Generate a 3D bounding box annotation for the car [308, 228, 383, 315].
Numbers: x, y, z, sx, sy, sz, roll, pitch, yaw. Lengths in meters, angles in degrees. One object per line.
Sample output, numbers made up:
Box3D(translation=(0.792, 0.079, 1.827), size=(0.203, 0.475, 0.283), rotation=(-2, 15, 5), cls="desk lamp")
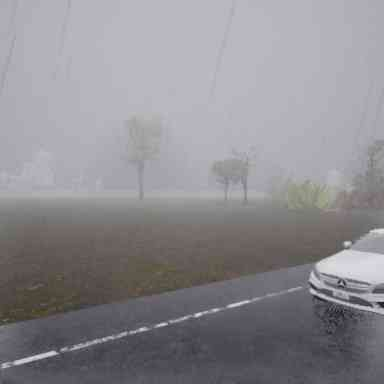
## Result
Box3D(translation=(4.508, 1.529, 7.174), size=(4.674, 1.442, 1.812), rotation=(0, 0, -35), cls="car")
